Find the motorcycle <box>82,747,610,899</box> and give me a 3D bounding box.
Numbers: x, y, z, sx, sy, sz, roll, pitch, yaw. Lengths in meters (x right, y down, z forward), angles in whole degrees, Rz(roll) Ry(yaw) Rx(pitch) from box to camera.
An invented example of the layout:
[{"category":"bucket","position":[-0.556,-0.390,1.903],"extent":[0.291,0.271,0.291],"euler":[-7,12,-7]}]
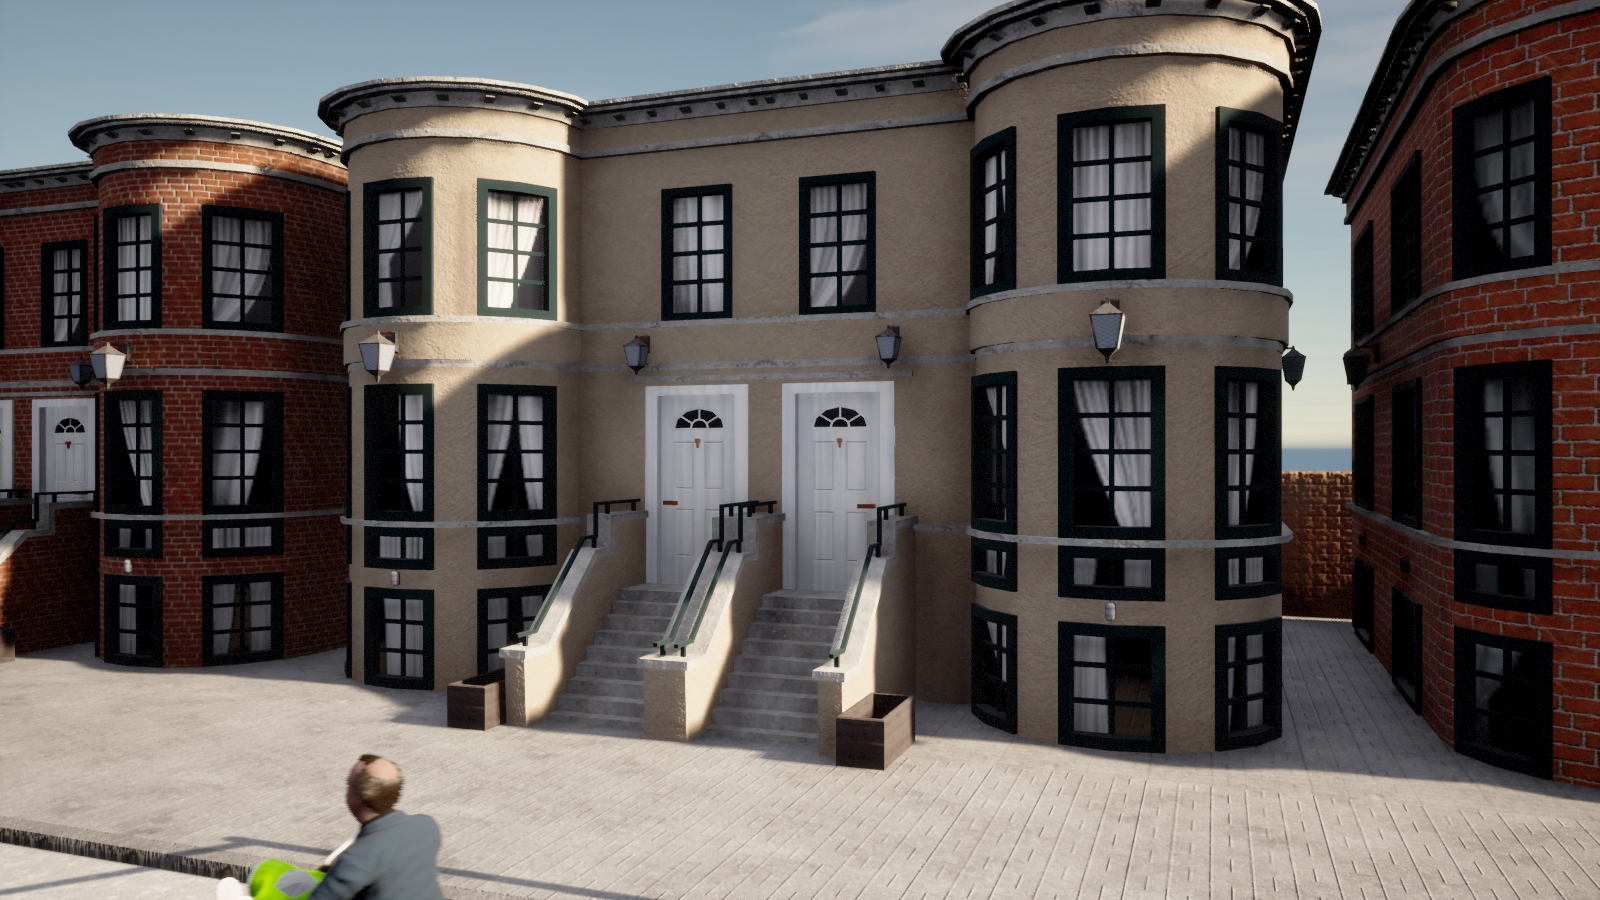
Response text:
[{"category":"motorcycle","position":[-1.754,1.963,4.471],"extent":[1.805,1.236,0.856],"euler":[0,0,20]}]
